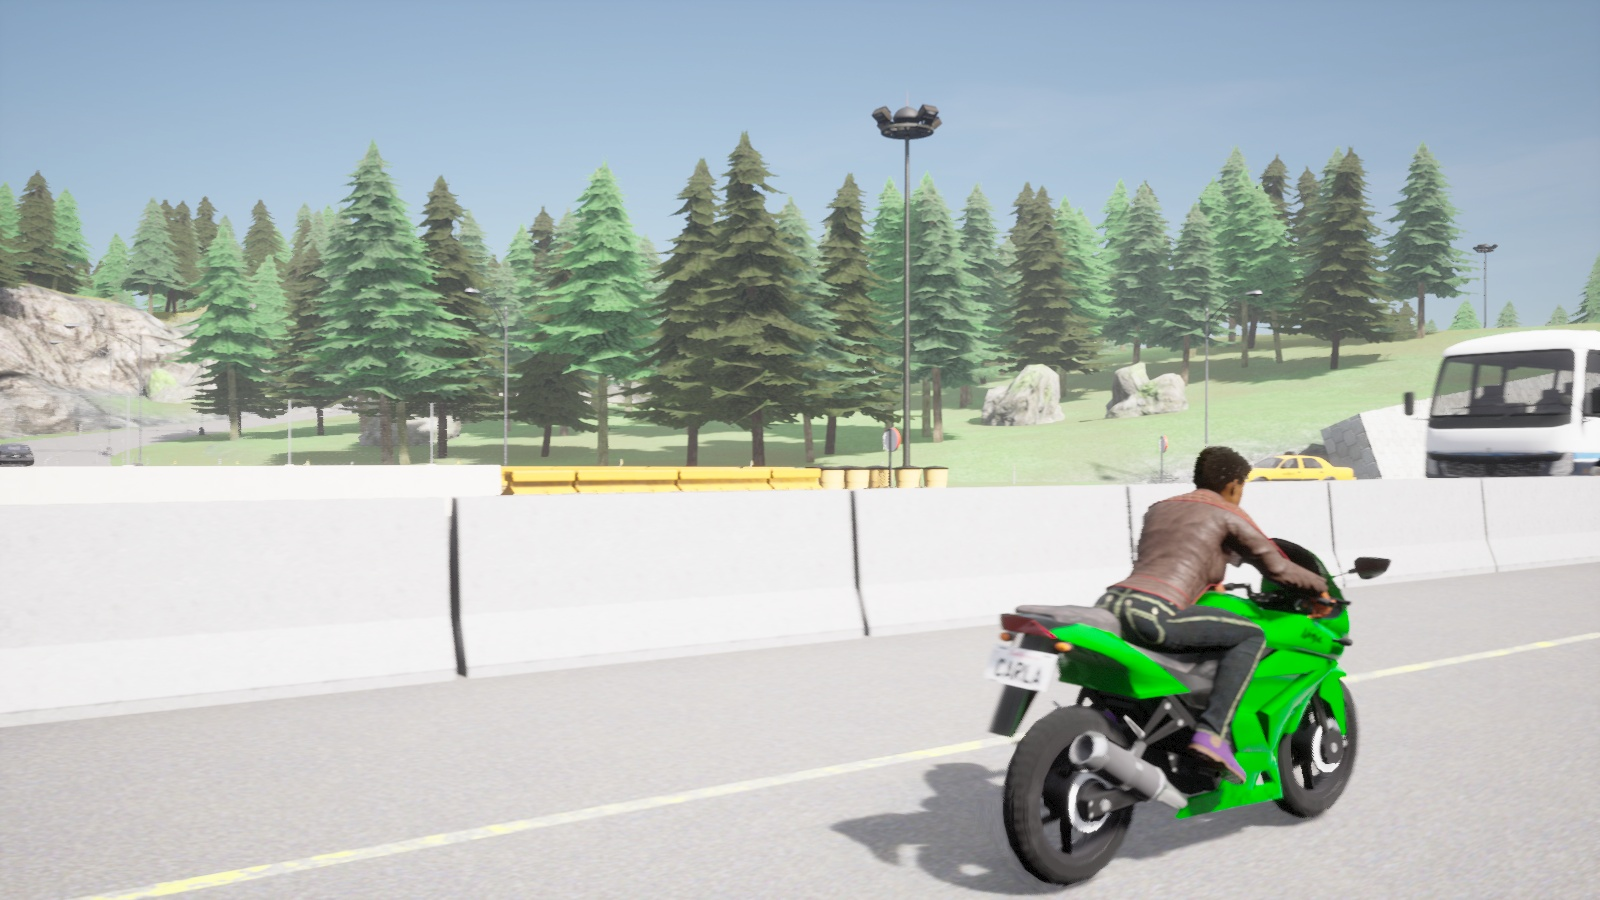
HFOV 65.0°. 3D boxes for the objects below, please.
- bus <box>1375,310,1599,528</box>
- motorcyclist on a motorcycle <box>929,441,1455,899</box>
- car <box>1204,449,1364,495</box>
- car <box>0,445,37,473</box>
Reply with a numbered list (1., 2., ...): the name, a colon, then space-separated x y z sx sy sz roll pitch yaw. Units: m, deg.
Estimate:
1. bus: 18.025 -0.599 29.003 10.273 4.253 3.944 0 0 -35
2. motorcyclist on a motorcycle: 1.526 0.735 4.721 2.044 1.523 0.797 0 0 -35
3. car: 17.395 0.758 45.135 5.366 1.575 1.801 0 0 -17
4. car: -45.253 0.496 72.222 2.033 1.411 5.357 0 2 -35
